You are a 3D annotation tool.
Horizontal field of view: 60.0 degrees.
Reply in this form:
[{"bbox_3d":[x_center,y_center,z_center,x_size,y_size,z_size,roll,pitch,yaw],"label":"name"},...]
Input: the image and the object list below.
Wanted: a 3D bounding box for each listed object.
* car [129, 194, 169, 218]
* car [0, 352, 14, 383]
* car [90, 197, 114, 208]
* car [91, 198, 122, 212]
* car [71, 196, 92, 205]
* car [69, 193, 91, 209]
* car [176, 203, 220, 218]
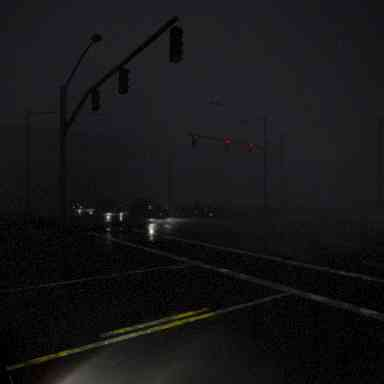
[{"bbox_3d":[-3.989,1.352,30.491,2.097,1.767,4.553,0,0,-36],"label":"car"},{"bbox_3d":[-3.602,1.547,1.239,5.357,1.411,2.033,0,0,-35],"label":"car"},{"bbox_3d":[-13.806,1.547,50.812,2.033,1.411,5.357,0,0,-31],"label":"car"},{"bbox_3d":[-9.767,1.526,38.500,1.812,1.442,4.674,0,0,-36],"label":"car"},{"bbox_3d":[-20.107,1.493,60.610,2.128,1.511,4.902,0,0,0],"label":"car"},{"bbox_3d":[-15.831,1.222,47.167,2.150,2.045,5.566,0,0,-33],"label":"car"},{"bbox_3d":[0.403,1.601,30.109,1.895,1.301,4.718,0,0,-33],"label":"car"}]
